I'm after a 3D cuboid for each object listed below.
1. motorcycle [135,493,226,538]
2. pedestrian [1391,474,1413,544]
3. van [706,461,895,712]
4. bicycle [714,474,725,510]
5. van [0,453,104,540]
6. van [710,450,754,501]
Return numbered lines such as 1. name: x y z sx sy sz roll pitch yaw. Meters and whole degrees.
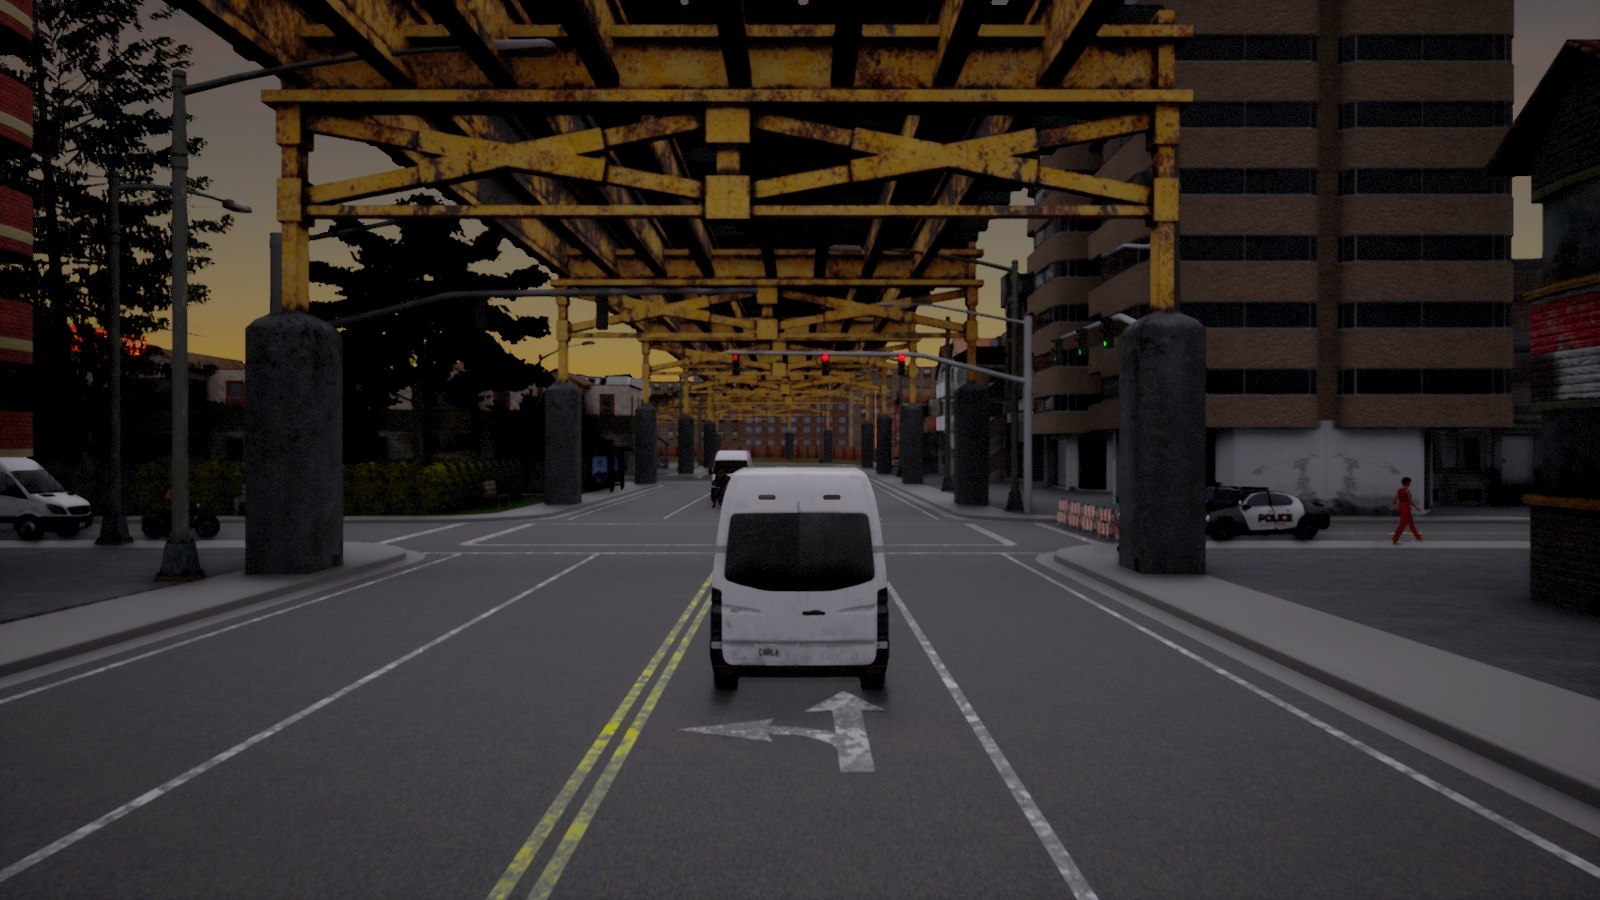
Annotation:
1. motorcycle: -18.827 1.986 34.765 2.356 1.332 0.764 0 0 0
2. pedestrian: 15.988 1.561 30.343 0.375 1.860 0.375 0 0 -3
3. van: 0.004 1.464 14.972 1.988 2.561 5.915 0 0 0
4. bicycle: -3.512 1.825 50.149 0.329 1.496 1.835 0 0 1
5. van: -24.760 1.378 34.787 5.915 2.561 1.988 0 0 0
6. van: -3.516 1.269 59.941 1.988 2.561 5.915 0 0 0
